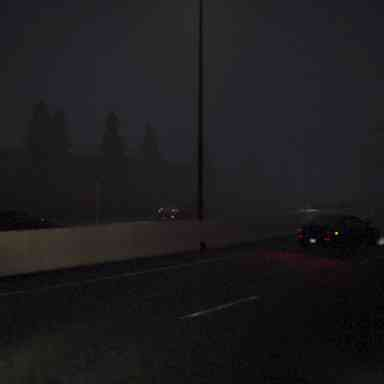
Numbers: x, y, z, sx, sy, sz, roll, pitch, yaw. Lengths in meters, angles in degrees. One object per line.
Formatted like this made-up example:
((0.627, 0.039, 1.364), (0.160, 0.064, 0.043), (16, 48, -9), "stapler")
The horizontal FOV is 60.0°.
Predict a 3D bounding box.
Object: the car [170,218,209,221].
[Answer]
((-0.627, 1.463, 27.092), (2.097, 1.767, 4.553), (0, 0, 43), "car")

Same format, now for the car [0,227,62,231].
((-6.809, 1.596, 12.242), (4.181, 1.385, 1.994), (0, 0, -38), "car")

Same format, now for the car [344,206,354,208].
((20.531, 1.843, 44.066), (1.895, 1.301, 4.718), (0, 0, 32), "car")

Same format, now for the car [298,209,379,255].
((6.119, 1.601, 13.803), (4.674, 1.442, 1.812), (0, 0, -43), "car")
